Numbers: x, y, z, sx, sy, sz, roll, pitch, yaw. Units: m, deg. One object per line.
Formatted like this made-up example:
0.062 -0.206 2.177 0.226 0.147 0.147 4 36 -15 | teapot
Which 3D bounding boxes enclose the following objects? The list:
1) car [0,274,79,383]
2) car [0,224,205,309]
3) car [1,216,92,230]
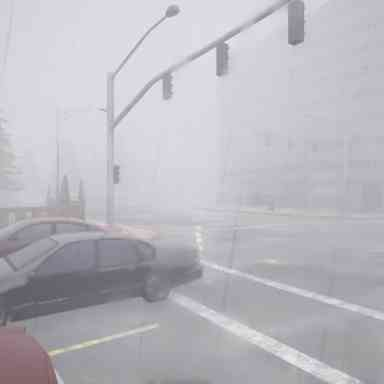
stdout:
-3.061 1.601 1.596 4.718 1.301 1.895 0 0 -35 | car
-2.278 1.548 6.667 5.357 1.411 2.033 0 0 -35 | car
-4.400 1.478 9.451 5.008 1.535 1.882 0 0 -35 | car
